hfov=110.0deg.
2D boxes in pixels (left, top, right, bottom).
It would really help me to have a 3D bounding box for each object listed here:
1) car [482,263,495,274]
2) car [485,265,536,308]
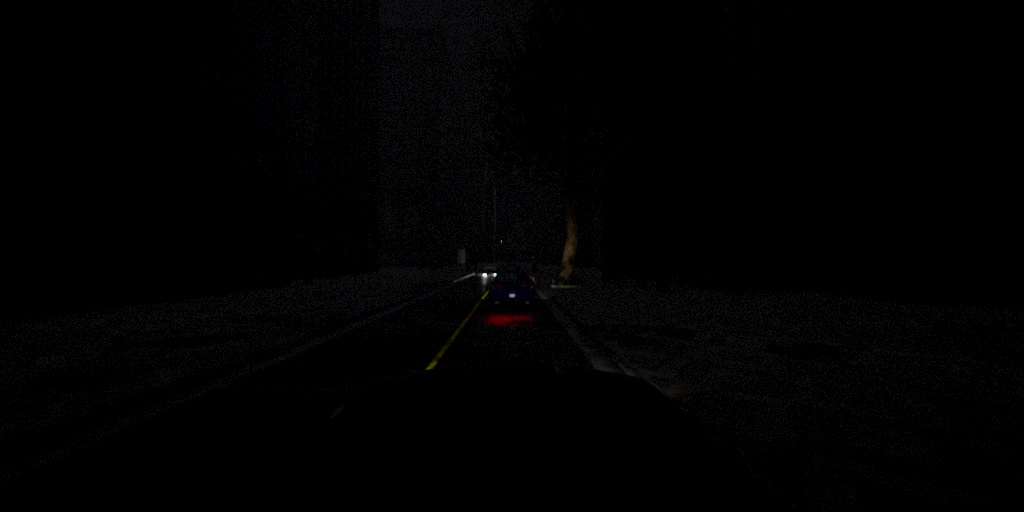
[{"bbox_3d":[-3.013,1.767,51.026,1.812,1.442,4.674,0,-1,0],"label":"car"},{"bbox_3d":[0.031,1.370,16.103,1.882,1.535,5.008,0,0,0],"label":"car"}]
